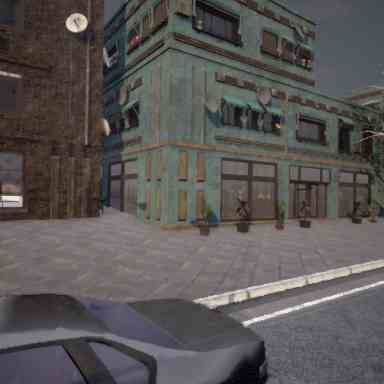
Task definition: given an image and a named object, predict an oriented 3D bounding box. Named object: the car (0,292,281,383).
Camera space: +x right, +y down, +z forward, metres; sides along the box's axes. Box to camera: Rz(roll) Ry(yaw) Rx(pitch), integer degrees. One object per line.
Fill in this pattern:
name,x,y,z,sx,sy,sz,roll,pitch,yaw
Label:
car,-1.782,1.547,2.113,5.357,1.411,2.033,0,0,-35
